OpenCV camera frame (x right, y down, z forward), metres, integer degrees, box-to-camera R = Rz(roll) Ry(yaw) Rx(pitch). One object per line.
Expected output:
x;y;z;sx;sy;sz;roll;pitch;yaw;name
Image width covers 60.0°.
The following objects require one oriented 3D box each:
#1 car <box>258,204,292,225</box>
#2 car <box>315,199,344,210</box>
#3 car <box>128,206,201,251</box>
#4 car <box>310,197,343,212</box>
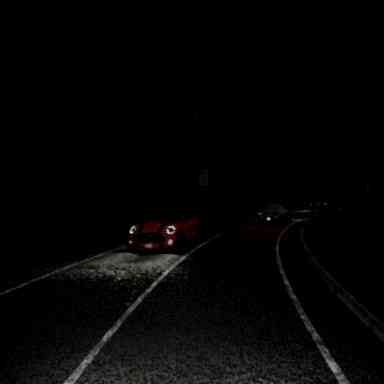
6.240;1.627;24.948;1.812;1.442;4.674;-2;-1;25;car
19.888;1.734;48.131;4.718;1.301;1.895;-2;-3;-41;car
-1.075;1.478;14.756;2.097;1.767;4.553;-1;-1;15;car
15.534;1.383;38.899;2.097;1.767;4.553;-5;-2;40;car
